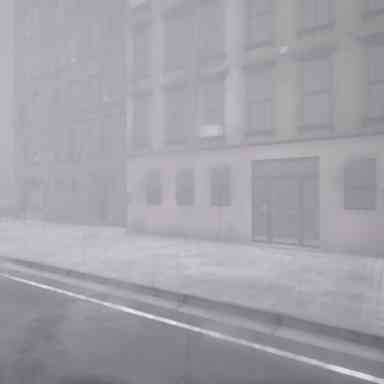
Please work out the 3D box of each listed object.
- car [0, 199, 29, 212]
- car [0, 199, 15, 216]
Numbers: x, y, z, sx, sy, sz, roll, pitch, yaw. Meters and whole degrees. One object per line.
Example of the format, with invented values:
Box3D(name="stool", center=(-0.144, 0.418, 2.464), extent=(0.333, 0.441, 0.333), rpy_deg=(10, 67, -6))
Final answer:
Box3D(name="car", center=(-22.372, 1.597, 40.133), extent=(1.887, 1.381, 4.507), rpy_deg=(1, 1, 36))
Box3D(name="car", center=(-18.635, 1.663, 30.697), extent=(1.887, 1.381, 4.507), rpy_deg=(1, 1, 36))
